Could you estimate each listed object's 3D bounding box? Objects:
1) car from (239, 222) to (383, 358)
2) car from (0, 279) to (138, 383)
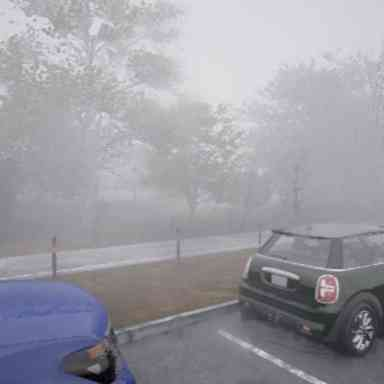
[{"bbox_3d":[3.118,1.366,6.280,4.553,1.767,2.185,0,0,-33],"label":"car"},{"bbox_3d":[-3.112,1.227,1.834,5.566,2.045,2.435,0,0,-33],"label":"car"}]
